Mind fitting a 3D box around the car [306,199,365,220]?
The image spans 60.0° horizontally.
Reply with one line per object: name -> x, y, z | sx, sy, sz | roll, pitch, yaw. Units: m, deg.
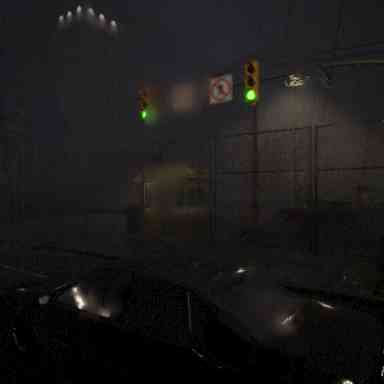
car -> 11.841, 1.374, 27.454 | 4.193, 1.474, 1.816 | 0, 0, 35

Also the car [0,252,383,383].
car -> -0.449, 1.541, 4.251 | 5.357, 1.411, 2.033 | 0, 0, 36

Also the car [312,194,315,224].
car -> 7.521, 1.228, 21.203 | 4.553, 1.767, 2.185 | 0, 0, 35
